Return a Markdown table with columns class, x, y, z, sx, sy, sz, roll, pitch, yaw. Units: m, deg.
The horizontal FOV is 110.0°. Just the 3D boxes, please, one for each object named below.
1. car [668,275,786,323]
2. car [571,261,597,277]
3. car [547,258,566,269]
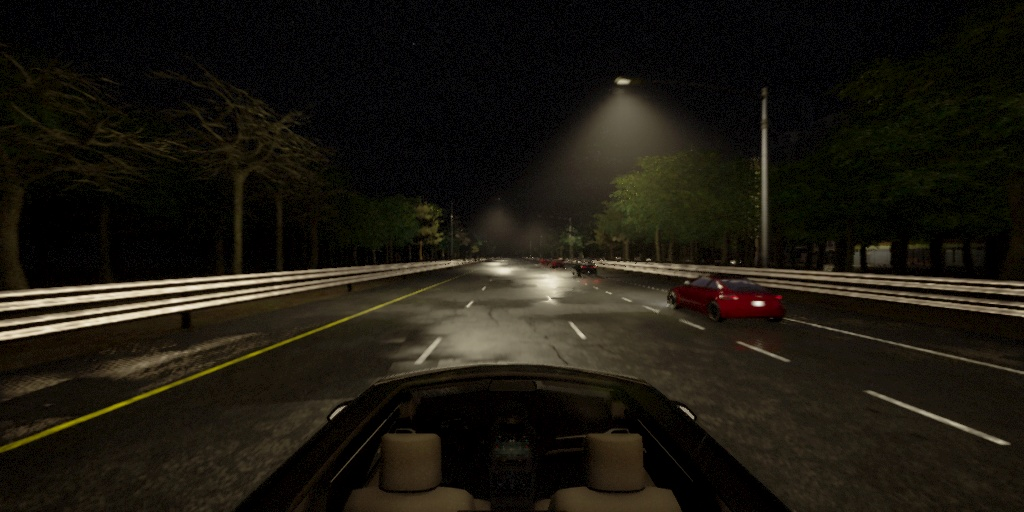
| class | x | y | z | sx | sy | sz | roll | pitch | yaw |
| --- | --- | --- | --- | --- | --- | --- | --- | --- | --- |
| car | 7.003 | 1.318 | 12.201 | 1.994 | 1.385 | 4.181 | 0 | 0 | 0 |
| car | 7.021 | 1.247 | 35.135 | 2.128 | 1.511 | 4.902 | 0 | 0 | 0 |
| car | 7.035 | 1.281 | 56.174 | 1.812 | 1.442 | 4.674 | 0 | 0 | 0 |
